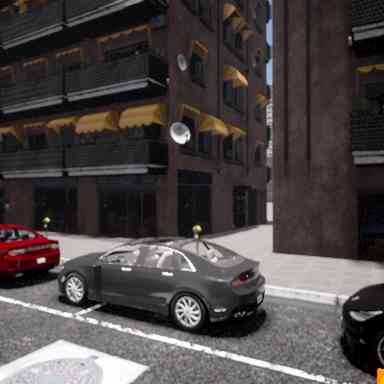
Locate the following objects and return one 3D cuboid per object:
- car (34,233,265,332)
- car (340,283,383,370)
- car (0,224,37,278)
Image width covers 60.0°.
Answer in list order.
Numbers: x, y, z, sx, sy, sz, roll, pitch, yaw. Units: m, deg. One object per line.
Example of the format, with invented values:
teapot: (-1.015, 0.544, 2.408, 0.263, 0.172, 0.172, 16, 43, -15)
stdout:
car: (-0.776, 1.573, 6.661, 4.403, 1.369, 2.008, 0, 0, 29)
car: (4.163, 1.575, 3.957, 4.313, 1.339, 1.947, 0, 0, 29)
car: (-5.715, 1.580, 9.366, 4.507, 1.381, 1.887, 0, 0, 29)
